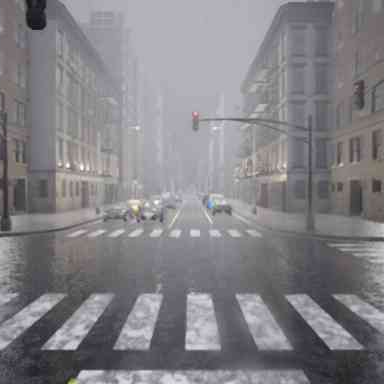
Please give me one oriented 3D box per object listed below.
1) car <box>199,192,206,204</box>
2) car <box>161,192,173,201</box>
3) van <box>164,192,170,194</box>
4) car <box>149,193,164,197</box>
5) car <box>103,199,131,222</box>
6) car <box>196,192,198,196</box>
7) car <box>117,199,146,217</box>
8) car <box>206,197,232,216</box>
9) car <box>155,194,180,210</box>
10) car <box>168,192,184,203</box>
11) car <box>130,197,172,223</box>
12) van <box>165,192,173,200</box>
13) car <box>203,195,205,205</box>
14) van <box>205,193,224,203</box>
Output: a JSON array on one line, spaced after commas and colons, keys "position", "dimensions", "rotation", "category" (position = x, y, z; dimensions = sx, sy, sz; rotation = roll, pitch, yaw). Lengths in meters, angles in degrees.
[{"position": [2.642, 1.041, 51.922], "dimensions": [2.192, 1.841, 5.009], "rotation": [0, 0, 0], "category": "car"}, {"position": [-5.440, 0.929, 73.544], "dimensions": [2.192, 1.841, 5.009], "rotation": [0, 0, 0], "category": "car"}, {"position": [-5.435, 0.983, 68.138], "dimensions": [1.690, 1.788, 3.998], "rotation": [0, 0, 0], "category": "van"}, {"position": [-5.413, 1.195, 46.515], "dimensions": [1.967, 1.590, 4.097], "rotation": [0, 0, 0], "category": "car"}, {"position": [-5.391, 1.419, 24.891], "dimensions": [2.008, 1.369, 4.403], "rotation": [0, 0, 0], "category": "car"}, {"position": [2.648, 1.102, 84.360], "dimensions": [1.887, 1.381, 4.507], "rotation": [0, 0, 0], "category": "car"}, {"position": [-5.397, 1.366, 30.127], "dimensions": [1.752, 1.417, 4.829], "rotation": [0, 0, 0], "category": "car"}, {"position": [2.638, 1.390, 30.298], "dimensions": [2.008, 1.369, 4.403], "rotation": [0, 0, 0], "category": "car"}, {"position": [-2.843, 1.339, 39.381], "dimensions": [2.033, 1.411, 5.357], "rotation": [0, 0, 0], "category": "car"}, {"position": [-2.760, 1.253, 59.259], "dimensions": [1.994, 1.385, 4.181], "rotation": [0, 0, 0], "category": "car"}, {"position": [-2.850, 1.362, 24.258], "dimensions": [2.128, 1.511, 4.902], "rotation": [0, 0, 0], "category": "car"}, {"position": [-5.445, 0.926, 78.951], "dimensions": [1.690, 1.788, 3.998], "rotation": [0, 0, 0], "category": "van"}, {"position": [2.639, 1.365, 41.111], "dimensions": [1.802, 1.307, 4.206], "rotation": [0, 0, 0], "category": "car"}, {"position": [2.639, 1.152, 35.703], "dimensions": [1.690, 1.788, 3.998], "rotation": [0, 0, 0], "category": "van"}]
